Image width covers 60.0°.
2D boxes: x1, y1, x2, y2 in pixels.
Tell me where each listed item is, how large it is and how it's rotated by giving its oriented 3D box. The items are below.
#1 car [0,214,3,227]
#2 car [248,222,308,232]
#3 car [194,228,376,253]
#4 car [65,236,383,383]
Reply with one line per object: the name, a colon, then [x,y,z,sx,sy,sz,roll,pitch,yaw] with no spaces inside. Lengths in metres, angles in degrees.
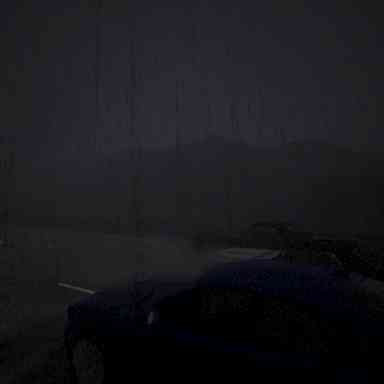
car: [-14.932,1.756,22.970,4.892,1.490,1.837,-1,0,35]
car: [2.302,1.645,10.938,4.718,1.301,1.895,-1,0,35]
car: [2.263,1.620,6.677,4.718,1.301,1.895,-1,0,35]
car: [0.689,1.491,3.502,5.008,1.535,1.882,-1,0,35]
